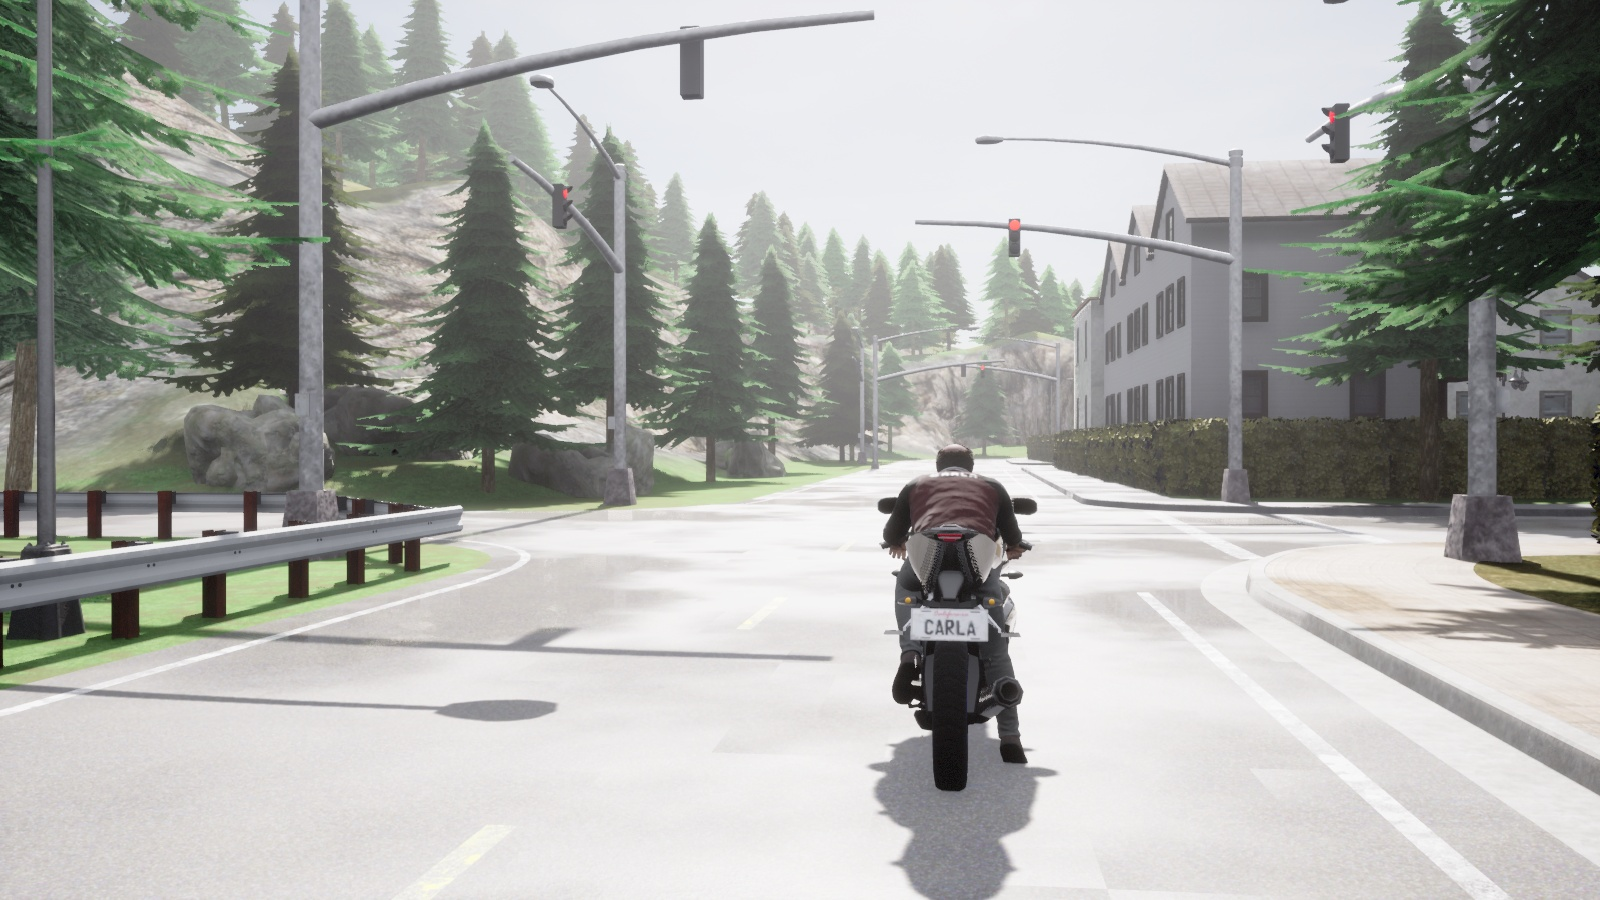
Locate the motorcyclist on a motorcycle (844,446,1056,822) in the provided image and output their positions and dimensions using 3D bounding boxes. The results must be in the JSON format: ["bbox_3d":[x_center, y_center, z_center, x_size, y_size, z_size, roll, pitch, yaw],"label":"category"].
[{"bbox_3d":[0.770,0.747,6.268,0.866,1.530,2.191,0,0,8],"label":"motorcyclist on a motorcycle"}]
